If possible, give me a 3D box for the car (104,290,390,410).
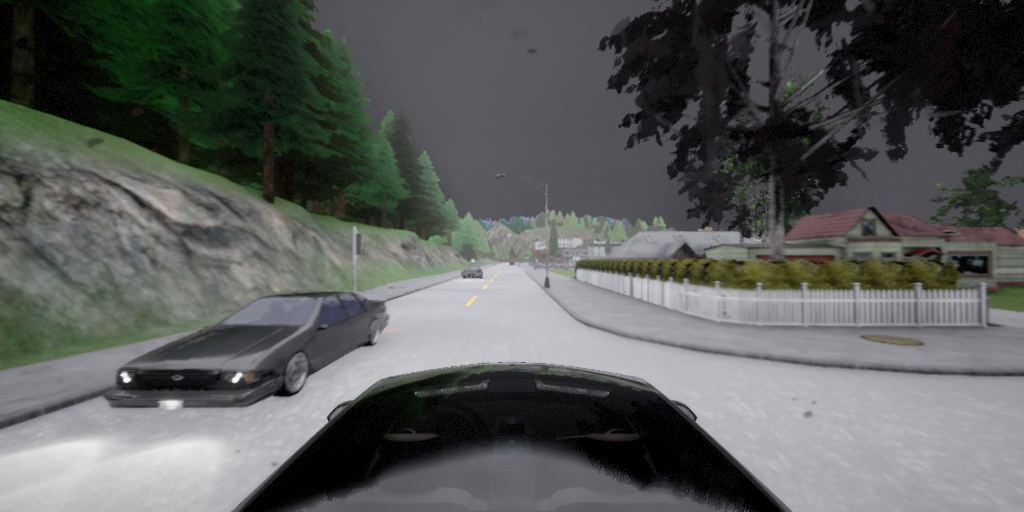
[{"bbox_3d":[-4.018,1.391,6.892,2.033,1.411,5.357,0,0,0],"label":"car"}]

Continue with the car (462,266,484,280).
[{"bbox_3d":[-3.996,1.766,37.178,1.994,1.385,4.181,0,0,0],"label":"car"}]
